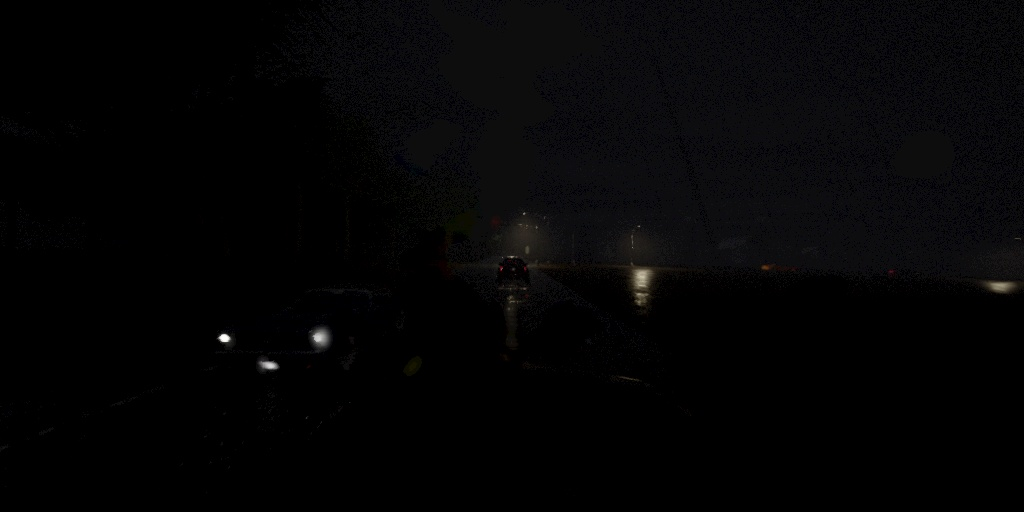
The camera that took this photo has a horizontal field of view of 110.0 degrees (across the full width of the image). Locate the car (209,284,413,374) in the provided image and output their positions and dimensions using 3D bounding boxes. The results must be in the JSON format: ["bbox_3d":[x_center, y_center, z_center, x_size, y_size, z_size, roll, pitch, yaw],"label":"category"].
[{"bbox_3d":[-3.617,1.304,7.553,1.895,1.301,4.718,0,1,0],"label":"car"}]

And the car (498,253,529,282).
[{"bbox_3d":[0.095,0.876,25.749,2.097,1.767,4.553,0,1,0],"label":"car"}]
